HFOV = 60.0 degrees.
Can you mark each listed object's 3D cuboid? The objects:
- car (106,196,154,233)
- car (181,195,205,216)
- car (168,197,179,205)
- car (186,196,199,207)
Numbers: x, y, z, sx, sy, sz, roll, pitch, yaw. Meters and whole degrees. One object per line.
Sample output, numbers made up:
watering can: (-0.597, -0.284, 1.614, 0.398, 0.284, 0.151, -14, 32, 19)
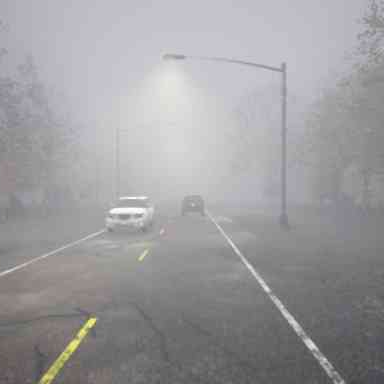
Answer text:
car: (-3.594, 1.273, 20.360, 2.150, 2.045, 5.566, 0, 0, 0)
car: (0.100, 1.308, 33.338, 2.150, 2.045, 5.566, 0, 0, 0)
car: (-3.496, 1.643, 63.075, 1.882, 1.535, 5.008, 0, 0, 0)
car: (0.103, 1.490, 54.156, 2.097, 1.767, 4.553, 0, 0, 0)
